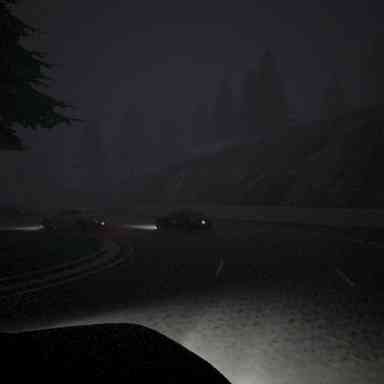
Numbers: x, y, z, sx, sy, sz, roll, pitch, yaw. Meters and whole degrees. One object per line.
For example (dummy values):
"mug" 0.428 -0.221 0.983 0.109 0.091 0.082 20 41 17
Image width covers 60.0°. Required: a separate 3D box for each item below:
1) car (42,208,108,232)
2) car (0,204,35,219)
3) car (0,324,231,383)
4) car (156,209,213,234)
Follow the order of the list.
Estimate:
"car" -7.793 1.786 22.187 4.674 1.442 1.812 0 -1 24
"car" -18.460 1.948 33.636 5.357 1.411 2.033 0 -1 23
"car" -2.133 1.573 1.765 5.357 1.411 2.033 0 -1 -39
"car" -0.581 1.807 21.398 1.994 1.385 4.181 1 -1 -38
